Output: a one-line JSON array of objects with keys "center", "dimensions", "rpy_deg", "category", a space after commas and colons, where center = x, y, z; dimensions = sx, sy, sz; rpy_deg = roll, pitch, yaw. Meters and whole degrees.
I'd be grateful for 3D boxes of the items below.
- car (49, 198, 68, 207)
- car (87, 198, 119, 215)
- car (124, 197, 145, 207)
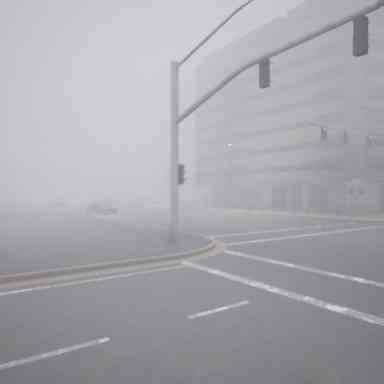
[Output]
[{"center": [-20.924, 1.663, 51.952], "dimensions": [2.033, 1.411, 5.357], "rpy_deg": [0, 0, -35], "category": "car"}, {"center": [-9.791, 1.642, 36.053], "dimensions": [2.033, 1.411, 5.357], "rpy_deg": [0, 0, -35], "category": "car"}, {"center": [-9.420, 1.606, 53.957], "dimensions": [1.882, 1.535, 5.008], "rpy_deg": [0, 0, -35], "category": "car"}]
